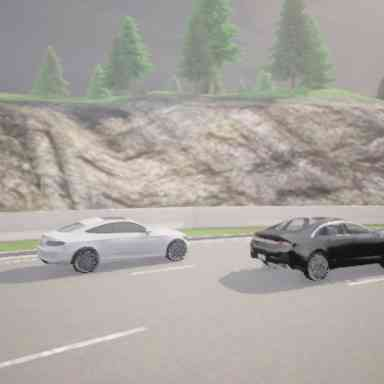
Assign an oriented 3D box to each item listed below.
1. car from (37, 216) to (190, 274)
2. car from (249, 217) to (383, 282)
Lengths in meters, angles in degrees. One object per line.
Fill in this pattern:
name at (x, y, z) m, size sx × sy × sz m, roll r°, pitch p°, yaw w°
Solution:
car at (-2.277, 1.499, 10.450) m, size 4.674 × 1.442 × 1.812 m, roll 0°, pitch 0°, yaw -33°
car at (3.988, 1.473, 9.621) m, size 4.902 × 1.511 × 2.128 m, roll 0°, pitch 0°, yaw -25°
